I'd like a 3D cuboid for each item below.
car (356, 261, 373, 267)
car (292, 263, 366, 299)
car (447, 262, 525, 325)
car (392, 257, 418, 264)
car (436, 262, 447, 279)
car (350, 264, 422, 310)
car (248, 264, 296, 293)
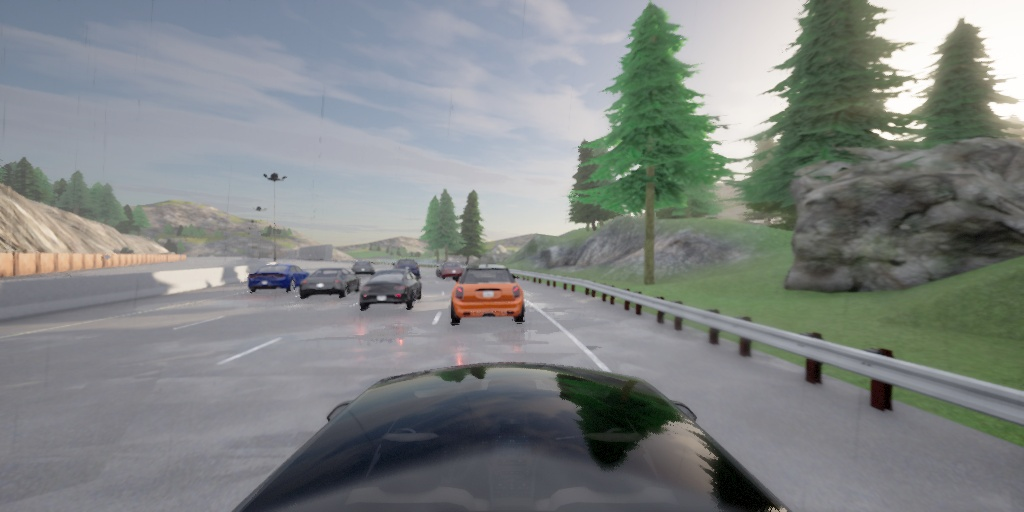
[{"bbox_3d":[-14.419,1.205,34.640,1.994,1.385,4.181,0,0,-23],"label":"car"},{"bbox_3d":[-8.975,1.268,17.995,1.994,1.385,4.181,0,0,-12],"label":"car"},{"bbox_3d":[-0.901,1.052,11.920,2.097,1.767,4.553,0,0,-7],"label":"car"},{"bbox_3d":[-9.402,0.986,31.672,2.097,1.767,4.553,0,0,-20],"label":"car"},{"bbox_3d":[-5.291,1.186,30.558,1.994,1.385,4.181,0,0,-19],"label":"car"},{"bbox_3d":[-4.701,1.230,14.324,1.812,1.442,4.674,0,0,-8],"label":"car"},{"bbox_3d":[-13.120,1.187,20.526,1.882,1.535,5.008,0,0,-14],"label":"car"}]
